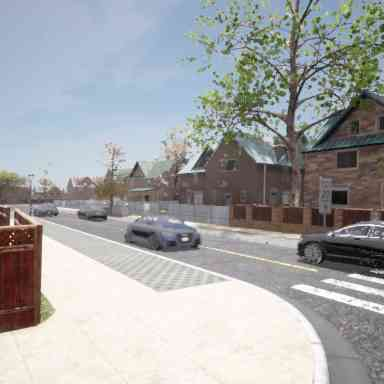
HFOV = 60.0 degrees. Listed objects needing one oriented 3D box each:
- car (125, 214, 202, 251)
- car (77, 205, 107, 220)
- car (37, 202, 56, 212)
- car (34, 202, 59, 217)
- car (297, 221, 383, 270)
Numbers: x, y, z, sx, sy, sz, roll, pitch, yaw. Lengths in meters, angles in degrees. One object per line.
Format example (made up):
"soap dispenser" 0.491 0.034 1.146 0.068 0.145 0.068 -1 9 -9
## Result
"car" -1.387 1.704 14.841 1.994 1.385 4.181 2 -2 -34
"car" -9.819 1.995 32.509 1.994 1.385 4.181 2 -2 -34
"car" -22.242 2.275 50.804 1.994 1.385 4.181 2 -2 -34
"car" -16.037 2.003 36.480 1.994 1.385 4.181 2 -2 -34
"car" 5.471 1.626 9.991 2.128 1.511 4.902 2 -2 -34
